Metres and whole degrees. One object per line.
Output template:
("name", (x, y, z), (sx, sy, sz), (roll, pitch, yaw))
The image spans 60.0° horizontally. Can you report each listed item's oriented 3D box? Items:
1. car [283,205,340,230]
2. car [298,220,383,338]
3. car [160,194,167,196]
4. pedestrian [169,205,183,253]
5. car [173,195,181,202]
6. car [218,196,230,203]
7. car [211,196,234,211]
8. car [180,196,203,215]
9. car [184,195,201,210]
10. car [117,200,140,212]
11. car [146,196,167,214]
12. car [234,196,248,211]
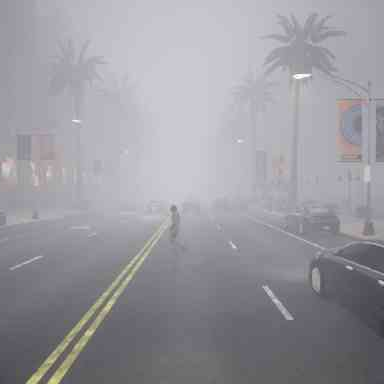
("car", (6.538, 1.481, 18.604), (2.231, 1.521, 4.892), (0, 0, 0))
("car", (3.559, 1.507, 5.619), (1.837, 1.490, 4.892), (0, 0, 0))
("car", (-6.896, 1.225, 79.344), (1.837, 1.490, 4.892), (0, 0, 0))
("pedestrian", (-0.618, 1.294, 12.178), (0.375, 1.860, 0.375), (0, 0, 0))
("car", (-3.420, 1.511, 76.413), (2.128, 1.511, 4.902), (0, 0, 0))
("car", (6.719, 1.513, 69.909), (2.161, 1.482, 4.786), (0, 0, 0))
("car", (3.491, 1.352, 40.724), (2.097, 1.767, 4.553), (0, 0, 0))
("car", (0.007, 1.505, 34.311), (1.837, 1.490, 4.892), (0, 0, 0))
("car", (-0.014, 1.352, 44.309), (2.097, 1.767, 4.553), (0, 0, -1))
("car", (-7.199, 1.564, 38.040), (1.994, 1.385, 4.181), (0, 0, 0))
("car", (-3.693, 1.491, 35.135), (2.128, 1.511, 4.902), (0, 0, 0))
("car", (6.470, 1.354, 47.979), (2.185, 1.767, 4.553), (0, 0, 0))
